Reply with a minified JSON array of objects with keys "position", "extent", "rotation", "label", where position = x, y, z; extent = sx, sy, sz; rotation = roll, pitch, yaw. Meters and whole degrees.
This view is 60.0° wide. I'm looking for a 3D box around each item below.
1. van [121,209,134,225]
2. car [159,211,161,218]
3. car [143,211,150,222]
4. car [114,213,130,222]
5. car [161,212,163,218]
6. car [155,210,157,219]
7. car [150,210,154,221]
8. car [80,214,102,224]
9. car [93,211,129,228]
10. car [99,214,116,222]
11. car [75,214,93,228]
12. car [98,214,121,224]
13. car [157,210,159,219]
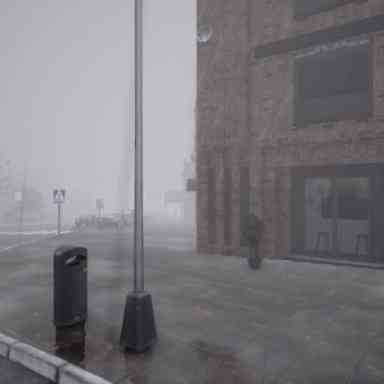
[{"position":[-8.334,3.321,44.522],"extent":[1.878,1.987,4.442],"rotation":[0,-3,-1],"label":"van"},{"position":[-9.131,5.550,77.592],"extent":[2.097,1.535,5.008],"rotation":[0,-3,-1],"label":"car"},{"position":[-8.596,4.247,55.414],"extent":[2.002,1.452,4.674],"rotation":[0,-3,-1],"label":"car"},{"position":[-11.849,4.308,56.552],"extent":[1.837,1.490,4.892],"rotation":[0,-4,-1],"label":"car"},{"position":[-9.263,5.627,83.029],"extent":[2.435,2.045,5.566],"rotation":[0,-3,-1],"label":"car"},{"position":[-8.865,4.755,66.547],"extent":[2.185,1.767,4.553],"rotation":[0,-3,-1],"label":"car"},{"position":[-8.733,4.421,61.033],"extent":[2.185,1.767,4.553],"rotation":[0,-3,-1],"label":"car"},{"position":[-14.812,3.915,48.969],"extent":[1.994,1.385,4.181],"rotation":[0,-3,-2],"label":"car"},{"position":[-8.047,2.916,33.421],"extent":[2.002,1.452,4.674],"rotation":[2,-4,-1],"label":"car"},{"position":[-15.076,4.602,59.706],"extent":[1.895,1.301,4.718],"rotation":[0,-3,-1],"label":"car"},{"position":[-11.250,3.198,36.632],"extent":[1.895,1.301,4.718],"rotation":[0,-3,-2],"label":"car"},{"position":[-11.531,3.757,46.755],"extent":[2.033,1.411,5.357],"rotation":[0,-3,-1],"label":"car"},{"position":[-8.998,5.217,72.078],"extent":[2.231,1.521,4.892],"rotation":[0,-3,-1],"label":"car"}]
